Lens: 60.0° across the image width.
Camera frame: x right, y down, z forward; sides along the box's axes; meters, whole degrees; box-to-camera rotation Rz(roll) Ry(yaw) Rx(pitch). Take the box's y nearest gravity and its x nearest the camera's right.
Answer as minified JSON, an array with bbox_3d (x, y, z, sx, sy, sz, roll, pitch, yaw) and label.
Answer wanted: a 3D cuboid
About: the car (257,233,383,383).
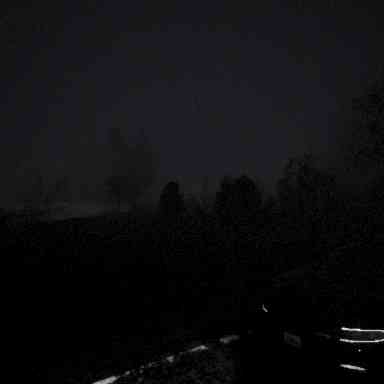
[{"bbox_3d":[3.207,1.443,5.356,5.008,1.535,1.882,0,0,-35],"label":"car"}]
